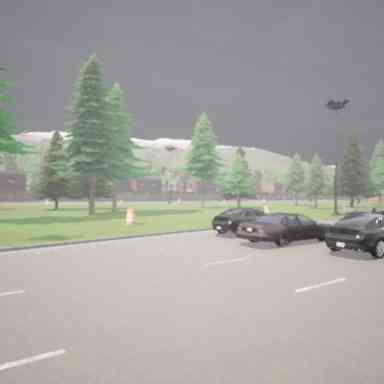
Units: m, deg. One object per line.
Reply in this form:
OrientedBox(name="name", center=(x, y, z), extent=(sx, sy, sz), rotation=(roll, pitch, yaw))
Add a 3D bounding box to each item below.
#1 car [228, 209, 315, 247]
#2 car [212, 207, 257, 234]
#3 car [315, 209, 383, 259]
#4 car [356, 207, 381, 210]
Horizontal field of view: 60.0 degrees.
OrientedBox(name="car", center=(4.514, 1.684, 15.680), extent=(5.357, 1.411, 2.033), rotation=(1, 0, -35))
OrientedBox(name="car", center=(3.310, 1.654, 19.012), extent=(4.892, 1.490, 1.837), rotation=(0, 0, -38))
OrientedBox(name="car", center=(7.337, 1.654, 13.382), extent=(4.892, 1.490, 1.837), rotation=(0, 0, -35))
OrientedBox(name="car", center=(15.080, 1.907, 27.921), extent=(4.718, 1.301, 1.895), rotation=(1, 0, -35))
